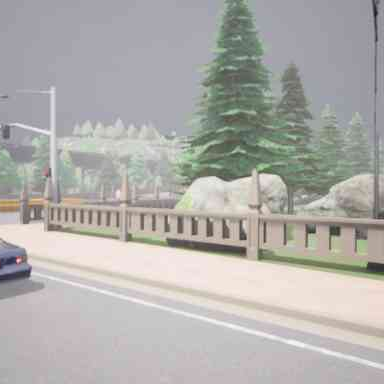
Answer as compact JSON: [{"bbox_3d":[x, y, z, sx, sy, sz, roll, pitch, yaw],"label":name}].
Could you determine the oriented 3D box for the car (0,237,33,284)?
[{"bbox_3d":[-6.146,1.521,8.339,5.357,1.411,2.033,0,0,36],"label":"car"}]

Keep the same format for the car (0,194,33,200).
[{"bbox_3d":[-21.552,1.381,40.498,2.128,1.511,4.902,0,0,36],"label":"car"}]

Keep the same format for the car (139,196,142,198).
[{"bbox_3d":[-11.366,1.143,60.679,1.882,1.535,5.008,0,2,36],"label":"car"}]

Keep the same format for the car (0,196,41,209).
[{"bbox_3d":[-23.036,1.358,44.424,1.882,1.535,5.008,0,0,36],"label":"car"}]

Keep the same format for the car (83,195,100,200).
[{"bbox_3d":[-17.081,1.300,58.709,2.128,1.511,4.902,0,1,36],"label":"car"}]

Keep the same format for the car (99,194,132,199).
[{"bbox_3d":[-12.034,1.450,53.760,1.895,1.301,4.718,0,1,36],"label":"car"}]
